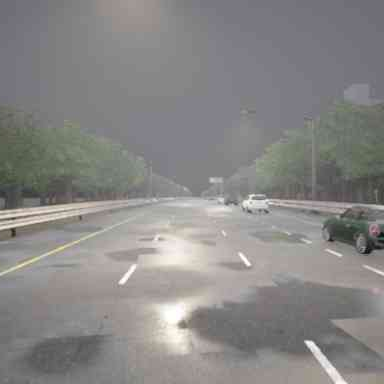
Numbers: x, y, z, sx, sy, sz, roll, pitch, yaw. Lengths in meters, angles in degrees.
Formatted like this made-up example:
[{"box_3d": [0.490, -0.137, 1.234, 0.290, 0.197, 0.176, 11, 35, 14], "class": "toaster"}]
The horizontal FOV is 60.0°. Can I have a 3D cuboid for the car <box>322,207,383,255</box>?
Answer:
[{"box_3d": [7.015, 1.361, 13.405, 2.097, 1.767, 4.553, 0, 0, 0], "class": "car"}]

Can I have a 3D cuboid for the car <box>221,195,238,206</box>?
[{"box_3d": [7.227, 1.600, 62.169, 2.150, 2.045, 5.566, 0, -1, 0], "class": "car"}]

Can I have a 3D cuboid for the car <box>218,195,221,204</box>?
[{"box_3d": [7.366, 1.835, 79.305, 2.150, 2.045, 5.566, 0, -1, 1], "class": "car"}]

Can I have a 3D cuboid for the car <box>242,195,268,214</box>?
[{"box_3d": [7.087, 1.335, 37.515, 2.150, 2.045, 5.566, 0, 0, 0], "class": "car"}]
